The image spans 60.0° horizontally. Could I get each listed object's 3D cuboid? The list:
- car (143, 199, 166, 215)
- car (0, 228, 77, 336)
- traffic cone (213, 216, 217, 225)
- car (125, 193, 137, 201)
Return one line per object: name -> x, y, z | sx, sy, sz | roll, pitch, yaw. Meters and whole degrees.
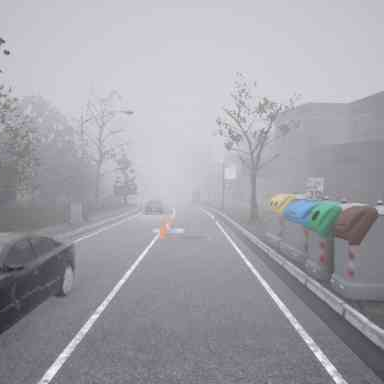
car -> -3.712, 1.448, 33.448 | 1.837, 1.490, 4.892 | 0, 0, -2
car -> -3.593, 1.466, 5.685 | 1.882, 1.535, 5.008 | 0, 0, 0
traffic cone -> 1.505, 1.913, 22.069 | 0.340, 0.580, 0.340 | 0, 0, 6
car -> -15.901, 1.337, 86.772 | 2.150, 2.045, 5.566 | -3, 1, -24
